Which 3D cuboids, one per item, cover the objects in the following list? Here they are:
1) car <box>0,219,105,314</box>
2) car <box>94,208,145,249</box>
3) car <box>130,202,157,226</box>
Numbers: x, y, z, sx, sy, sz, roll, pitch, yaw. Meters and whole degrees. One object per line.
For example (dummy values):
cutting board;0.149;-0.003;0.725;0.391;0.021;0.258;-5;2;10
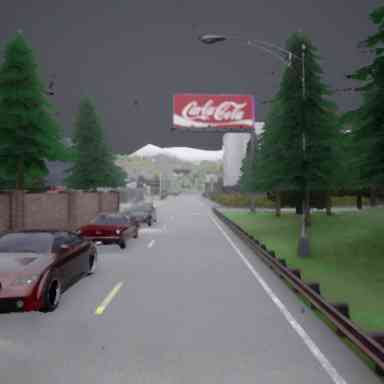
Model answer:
car;-3.596;1.559;7.551;1.994;1.385;4.181;0;0;0
car;-3.505;1.592;14.691;1.895;1.301;4.718;0;0;0
car;-3.532;1.491;23.334;1.837;1.490;4.892;0;0;0
